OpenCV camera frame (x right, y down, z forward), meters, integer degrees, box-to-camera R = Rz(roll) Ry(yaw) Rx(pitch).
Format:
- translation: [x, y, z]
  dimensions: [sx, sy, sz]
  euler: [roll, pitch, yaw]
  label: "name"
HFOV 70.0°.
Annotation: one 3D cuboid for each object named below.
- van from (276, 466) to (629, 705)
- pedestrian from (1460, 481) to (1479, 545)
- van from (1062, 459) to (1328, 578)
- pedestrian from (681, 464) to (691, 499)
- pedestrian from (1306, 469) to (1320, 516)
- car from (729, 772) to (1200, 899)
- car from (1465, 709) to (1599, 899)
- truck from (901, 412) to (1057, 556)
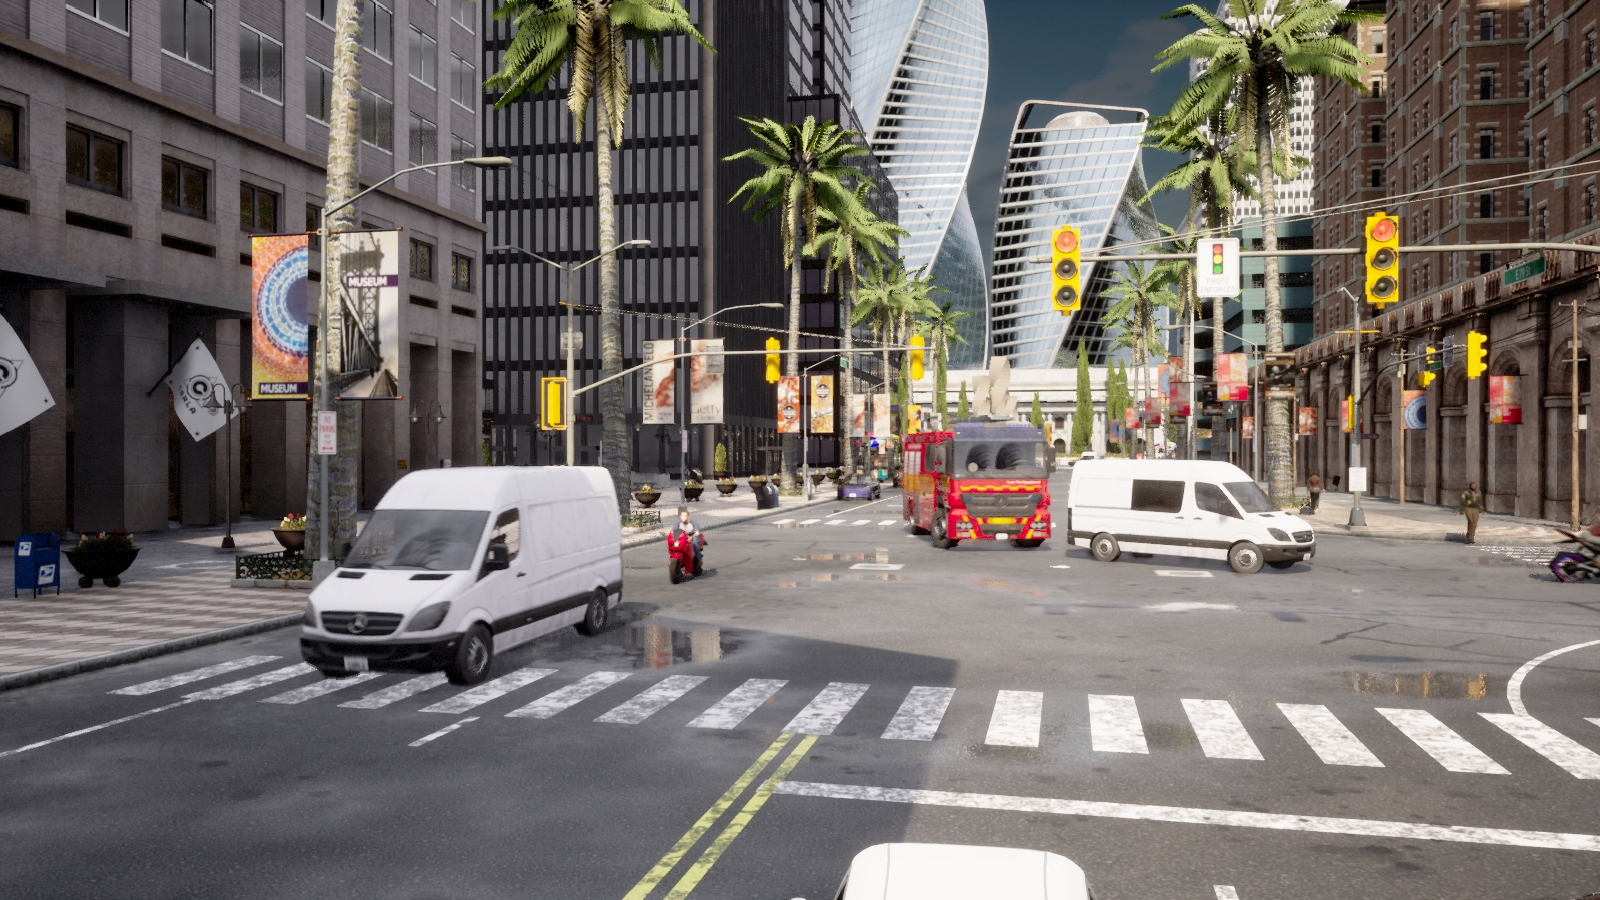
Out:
- translation: [-4.362, 1.534, 15.710]
  dimensions: [1.988, 2.561, 5.915]
  euler: [0, 0, 13]
  label: "van"
- translation: [19.768, 1.849, 33.734]
  dimensions: [0.375, 1.860, 0.375]
  euler: [0, 0, 6]
  label: "pedestrian"
- translation: [9.500, 1.534, 27.977]
  dimensions: [1.988, 2.561, 5.915]
  euler: [0, 0, -42]
  label: "van"
- translation: [-6.178, 1.701, 61.971]
  dimensions: [0.375, 1.860, 0.375]
  euler: [0, 0, 24]
  label: "pedestrian"
- translation: [20.629, 1.696, 45.914]
  dimensions: [0.375, 1.860, 0.375]
  euler: [0, 0, -38]
  label: "pedestrian"
- translation: [0.558, 2.120, 3.851]
  dimensions: [1.481, 1.376, 2.207]
  euler: [0, 0, 9]
  label: "car"
- translation: [3.753, 1.992, 2.523]
  dimensions: [2.152, 1.651, 5.027]
  euler: [0, 0, 7]
  label: "car"
- translation: [5.167, 0.890, 34.698]
  dimensions: [2.891, 3.827, 8.468]
  euler: [0, 0, -4]
  label: "truck"
